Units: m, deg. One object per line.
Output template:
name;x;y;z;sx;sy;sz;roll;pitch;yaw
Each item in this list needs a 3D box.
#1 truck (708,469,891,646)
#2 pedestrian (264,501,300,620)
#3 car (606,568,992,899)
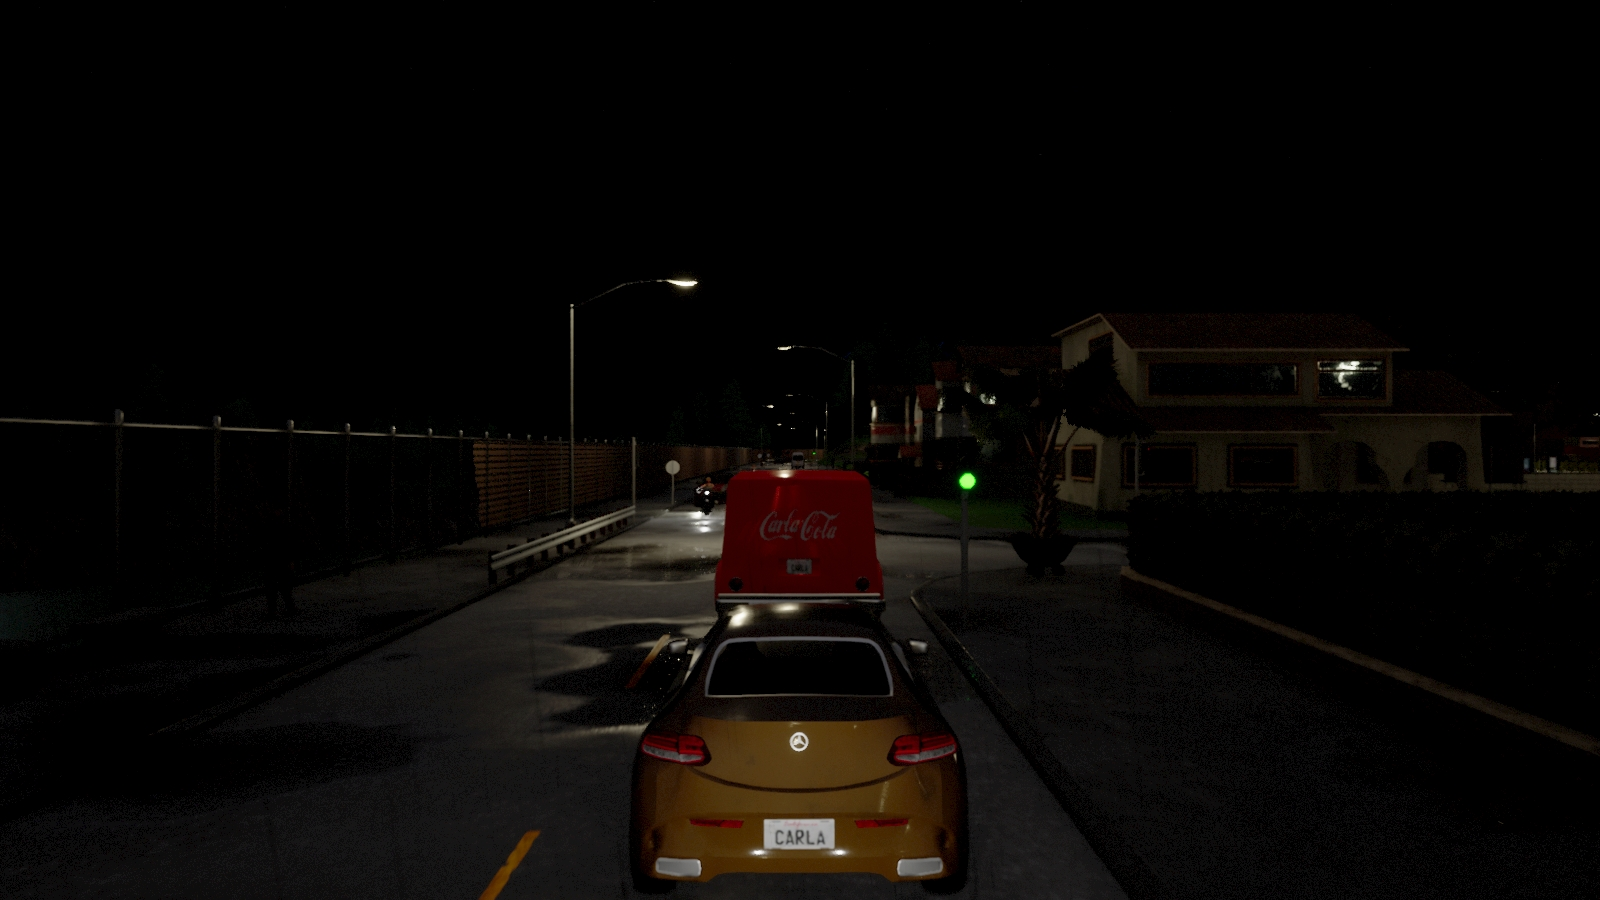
truck;-0.020;1.582;19.013;2.627;2.467;5.204;0;0;0
pedestrian;-8.286;1.758;18.273;0.375;1.860;0.375;0;0;7
car;-0.009;1.999;8.877;2.152;1.651;5.027;0;0;0
